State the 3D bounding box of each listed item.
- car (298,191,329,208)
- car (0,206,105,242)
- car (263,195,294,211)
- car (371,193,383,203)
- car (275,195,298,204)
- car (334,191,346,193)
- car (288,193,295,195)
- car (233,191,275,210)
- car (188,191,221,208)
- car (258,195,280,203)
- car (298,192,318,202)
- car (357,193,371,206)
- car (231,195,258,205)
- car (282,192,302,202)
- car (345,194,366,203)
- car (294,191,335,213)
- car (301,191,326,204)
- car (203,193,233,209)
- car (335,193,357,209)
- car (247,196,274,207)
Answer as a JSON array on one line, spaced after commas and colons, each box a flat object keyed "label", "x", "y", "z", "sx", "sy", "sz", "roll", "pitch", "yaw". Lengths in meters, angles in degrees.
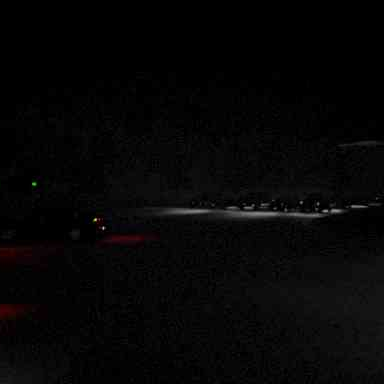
[{"label": "car", "x": 15.986, "y": 0.913, "z": 43.603, "sx": 2.150, "sy": 2.045, "sz": 5.566, "roll": 0, "pitch": 0, "yaw": 39}, {"label": "car", "x": -6.511, "y": 1.413, "z": 15.301, "sx": 4.892, "sy": 1.490, "sz": 1.837, "roll": 0, "pitch": -1, "yaw": -1}, {"label": "car", "x": 9.921, "y": 1.351, "z": 35.960, "sx": 1.895, "sy": 1.301, "sz": 4.718, "roll": 0, "pitch": 0, "yaw": 38}, {"label": "car", "x": 30.574, "y": 0.944, "z": 55.806, "sx": 2.097, "sy": 1.767, "sz": 4.553, "roll": 0, "pitch": 1, "yaw": 42}, {"label": "car", "x": 15.378, "y": 1.189, "z": 54.016, "sx": 1.994, "sy": 1.385, "sz": 4.181, "roll": 0, "pitch": 0, "yaw": 39}, {"label": "car", "x": 22.673, "y": 0.849, "z": 51.979, "sx": 2.150, "sy": 2.045, "sz": 5.566, "roll": 0, "pitch": 0, "yaw": 39}, {"label": "car", "x": 13.605, "y": 1.156, "z": 46.221, "sx": 1.882, "sy": 1.535, "sz": 5.008, "roll": 0, "pitch": 0, "yaw": 39}, {"label": "car", "x": 7.381, "y": 0.960, "z": 38.392, "sx": 2.150, "sy": 2.045, "sz": 5.566, "roll": 0, "pitch": 0, "yaw": 38}, {"label": "car", "x": 1.877, "y": 0.940, "z": 42.717, "sx": 2.150, "sy": 2.045, "sz": 5.566, "roll": 0, "pitch": 0, "yaw": 38}, {"label": "car", "x": 13.266, "y": 1.210, "z": 56.920, "sx": 1.895, "sy": 1.301, "sz": 4.718, "roll": 0, "pitch": 0, "yaw": 38}, {"label": "car", "x": 21.664, "y": 0.918, "z": 61.790, "sx": 2.097, "sy": 1.767, "sz": 4.553, "roll": 0, "pitch": 0, "yaw": 39}, {"label": "car", "x": 23.793, "y": 1.217, "z": 47.815, "sx": 1.994, "sy": 1.385, "sz": 4.181, "roll": 0, "pitch": 1, "yaw": 38}, {"label": "car", "x": 7.983, "y": 1.165, "z": 50.366, "sx": 1.837, "sy": 1.490, "sz": 4.892, "roll": 0, "pitch": 0, "yaw": 39}, {"label": "car", "x": 19.520, "y": 0.902, "z": 64.641, "sx": 2.097, "sy": 1.767, "sz": 4.553, "roll": 0, "pitch": 0, "yaw": 39}, {"label": "car", "x": 29.362, "y": 1.132, "z": 59.675, "sx": 4.181, "sy": 1.385, "sz": 1.994, "roll": 0, "pitch": 1, "yaw": -44}, {"label": "car", "x": 12.397, "y": 1.115, "z": 33.447, "sx": 2.097, "sy": 1.767, "sz": 4.553, "roll": 0, "pitch": 0, "yaw": 38}, {"label": "car", "x": 19.869, "y": 0.840, "z": 54.041, "sx": 2.150, "sy": 2.045, "sz": 5.566, "roll": 0, "pitch": 0, "yaw": 39}, {"label": "car", "x": 3.931, "y": 1.226, "z": 39.665, "sx": 2.128, "sy": 1.511, "sz": 4.902, "roll": 0, "pitch": 0, "yaw": 39}, {"label": "car", "x": 18.078, "y": 1.200, "z": 40.614, "sx": 2.128, "sy": 1.511, "sz": 4.902, "roll": 0, "pitch": 0, "yaw": 38}, {"label": "car", "x": 9.696, "y": 1.280, "z": 46.924, "sx": 1.895, "sy": 1.301, "sz": 4.718, "roll": 0, "pitch": 0, "yaw": 38}]
